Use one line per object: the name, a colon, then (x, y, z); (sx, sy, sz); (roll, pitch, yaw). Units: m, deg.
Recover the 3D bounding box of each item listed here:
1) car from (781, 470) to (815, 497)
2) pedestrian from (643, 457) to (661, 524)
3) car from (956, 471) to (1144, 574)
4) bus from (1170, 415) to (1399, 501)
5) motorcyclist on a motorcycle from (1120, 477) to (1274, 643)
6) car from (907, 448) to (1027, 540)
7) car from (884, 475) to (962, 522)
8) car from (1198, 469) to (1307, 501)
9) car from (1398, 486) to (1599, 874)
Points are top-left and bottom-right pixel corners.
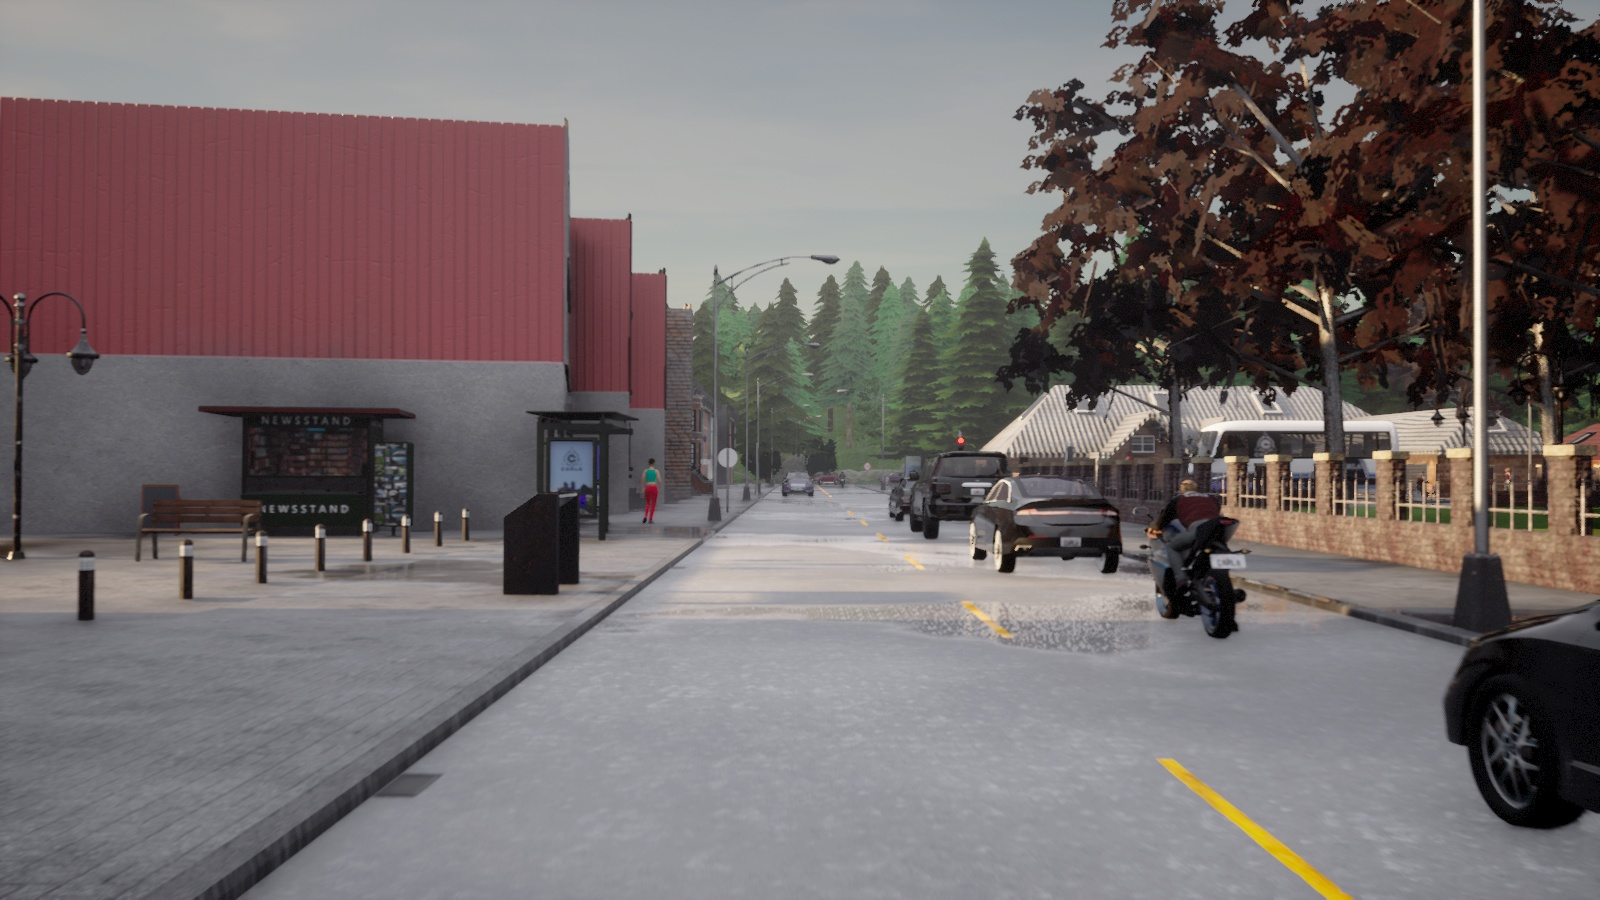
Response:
car: (-0.113, 2.049, 77.857); (2.033, 1.649, 4.856); (0, -1, 0)
pedestrian: (-4.074, 1.120, 34.634); (0.345, 1.836, 0.594); (0, -1, 7)
car: (3.967, 1.104, 20.852); (2.128, 1.511, 4.902); (0, -1, 0)
bus: (24.880, 0.427, 64.983); (10.273, 4.253, 3.944); (0, -1, 0)
motorcyclist on a motorcycle: (3.978, 1.048, 12.805); (0.866, 1.530, 2.191); (0, -1, 0)
car: (3.956, 1.033, 30.755); (2.150, 2.045, 5.566); (0, -1, 0)
car: (3.931, 1.532, 40.969); (2.033, 1.411, 5.357); (0, -1, 1)
car: (21.897, 1.694, 60.907); (4.514, 1.525, 2.007); (0, -1, -1)
car: (3.991, 0.885, 4.350); (1.816, 1.474, 4.193); (0, -1, 0)
